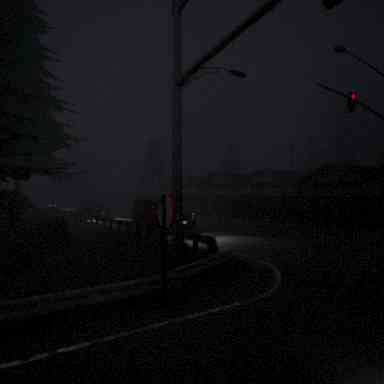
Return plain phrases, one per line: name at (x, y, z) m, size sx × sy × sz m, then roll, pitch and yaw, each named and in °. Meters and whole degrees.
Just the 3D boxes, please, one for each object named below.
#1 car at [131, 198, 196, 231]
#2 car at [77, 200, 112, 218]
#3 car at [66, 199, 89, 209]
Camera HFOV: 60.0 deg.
car at (-1.995, 1.405, 21.567) m, size 2.150 × 2.045 × 5.566 m, roll 0°, pitch 0°, yaw -35°
car at (-9.222, 1.748, 31.963) m, size 1.994 × 1.385 × 4.181 m, roll 0°, pitch 0°, yaw -35°
car at (-16.453, 1.714, 49.690) m, size 2.033 × 1.411 × 5.357 m, roll 0°, pitch 0°, yaw 14°
